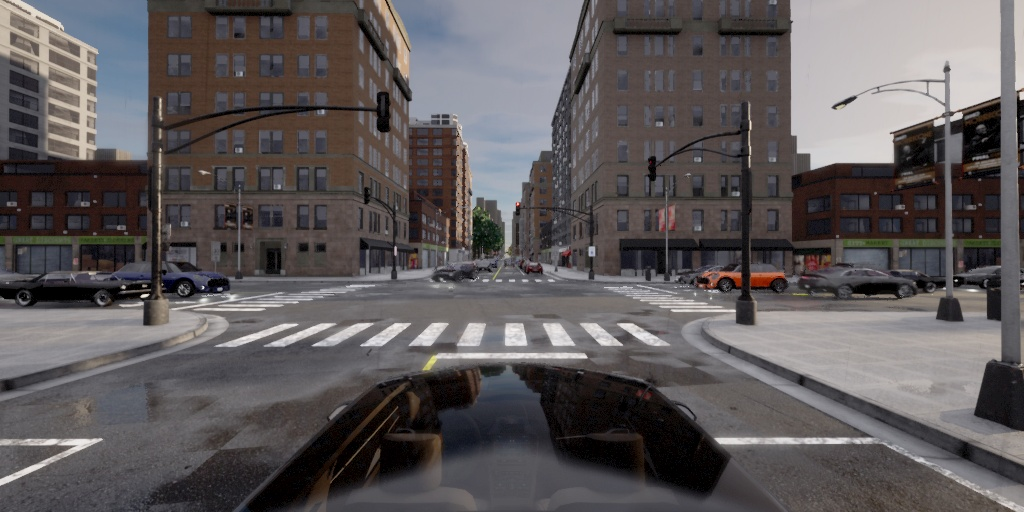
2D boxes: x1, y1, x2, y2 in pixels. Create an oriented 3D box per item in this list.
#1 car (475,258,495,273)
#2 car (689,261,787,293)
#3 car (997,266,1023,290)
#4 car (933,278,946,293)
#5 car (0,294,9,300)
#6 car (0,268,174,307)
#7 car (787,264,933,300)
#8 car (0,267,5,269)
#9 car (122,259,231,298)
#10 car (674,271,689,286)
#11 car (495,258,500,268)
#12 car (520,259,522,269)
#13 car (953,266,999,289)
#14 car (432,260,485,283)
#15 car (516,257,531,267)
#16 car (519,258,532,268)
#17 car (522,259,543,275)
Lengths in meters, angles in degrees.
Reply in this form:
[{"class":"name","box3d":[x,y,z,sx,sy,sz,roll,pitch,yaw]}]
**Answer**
[{"class":"car","box3d":[-3.376,1.290,43.694,1.837,1.490,4.892,0,0,-1]},{"class":"car","box3d":[13.379,1.180,21.095,4.553,1.767,2.097,0,0,-1]},{"class":"car","box3d":[32.304,1.478,21.247,4.181,1.385,1.994,0,0,-1]},{"class":"car","box3d":[22.365,1.469,21.170,4.718,1.301,1.895,0,0,-1]},{"class":"car","box3d":[-5.855,1.190,1.406,1.967,1.591,4.097,0,0,0]},{"class":"car","box3d":[-16.674,1.245,14.131,4.718,1.301,1.895,0,0,0]},{"class":"car","box3d":[16.961,1.308,17.677,4.902,1.511,2.128,0,0,0]},{"class":"car","box3d":[-25.930,1.181,17.308,5.357,1.411,2.033,0,0,-1]},{"class":"car","box3d":[-16.456,1.024,17.416,4.553,1.767,2.097,0,0,-1]},{"class":"car","box3d":[13.677,1.347,24.363,4.902,1.511,2.128,0,0,0]},{"class":"car","box3d":[-3.565,1.177,61.235,2.097,1.767,4.553,0,0,0]},{"class":"car","box3d":[2.372,1.354,45.372,1.948,1.339,4.313,0,0,-1]},{"class":"car","box3d":[32.755,1.446,24.500,4.892,1.490,1.837,0,0,0]},{"class":"car","box3d":[-4.320,1.312,28.492,2.033,1.411,5.357,0,0,17]},{"class":"car","box3d":[2.239,1.127,56.385,2.192,1.841,5.009,0,0,-1]},{"class":"car","box3d":[2.303,1.325,51.048,1.751,1.417,4.829,0,0,-1]},{"class":"car","box3d":[2.438,1.324,39.865,1.888,1.381,4.507,0,0,-1]}]
